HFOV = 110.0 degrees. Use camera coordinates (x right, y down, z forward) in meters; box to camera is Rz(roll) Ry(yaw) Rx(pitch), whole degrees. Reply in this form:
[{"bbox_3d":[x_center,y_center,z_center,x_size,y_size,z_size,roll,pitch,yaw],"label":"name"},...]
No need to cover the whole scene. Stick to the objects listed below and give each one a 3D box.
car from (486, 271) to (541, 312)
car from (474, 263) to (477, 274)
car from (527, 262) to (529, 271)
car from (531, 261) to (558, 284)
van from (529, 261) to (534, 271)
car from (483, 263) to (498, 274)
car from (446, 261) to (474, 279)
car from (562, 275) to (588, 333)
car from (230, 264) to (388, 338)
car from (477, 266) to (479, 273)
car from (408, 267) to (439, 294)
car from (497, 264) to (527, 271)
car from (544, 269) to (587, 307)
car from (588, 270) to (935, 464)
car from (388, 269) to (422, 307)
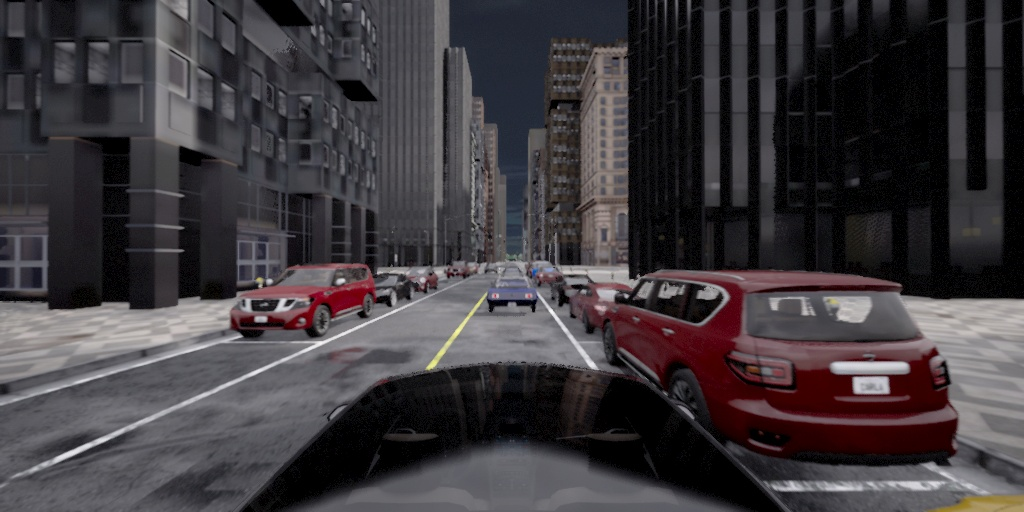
[{"bbox_3d":[0.025,1.488,15.095,1.895,1.301,4.718,0,-1,0],"label":"car"},{"bbox_3d":[-5.737,1.712,44.176,1.751,1.417,4.829,0,0,0],"label":"car"},{"bbox_3d":[2.785,1.569,38.740,1.967,1.591,4.097,0,0,0],"label":"car"},{"bbox_3d":[2.778,1.454,27.537,1.967,1.591,4.097,0,0,0],"label":"car"},{"bbox_3d":[2.781,1.412,33.139,1.690,1.789,3.998,0,0,0],"label":"van"},{"bbox_3d":[-2.993,1.767,51.410,1.837,1.490,4.892,0,-1,1],"label":"car"},{"bbox_3d":[-5.740,1.444,38.744,2.192,1.841,5.009,0,0,0],"label":"car"},{"bbox_3d":[2.767,1.424,10.733,1.802,1.307,4.207,0,0,0],"label":"car"},{"bbox_3d":[-5.758,1.157,10.735,2.192,1.841,5.009,0,0,0],"label":"car"},{"bbox_3d":[-5.733,1.684,49.948,1.967,1.591,4.097,0,0,0],"label":"car"},{"bbox_3d":[-5.751,1.396,21.938,1.967,1.591,4.097,0,0,0],"label":"car"},{"bbox_3d":[0.039,1.607,30.352,1.994,1.385,4.181,0,0,1],"label":"car"},{"bbox_3d":[2.771,1.465,16.335,1.948,1.339,4.313,0,0,0],"label":"car"},{"bbox_3d":[2.764,1.100,5.132,2.192,1.841,5.009,0,0,0],"label":"car"},{"bbox_3d":[-5.754,1.465,16.336,1.948,1.339,4.313,0,0,0],"label":"car"}]
